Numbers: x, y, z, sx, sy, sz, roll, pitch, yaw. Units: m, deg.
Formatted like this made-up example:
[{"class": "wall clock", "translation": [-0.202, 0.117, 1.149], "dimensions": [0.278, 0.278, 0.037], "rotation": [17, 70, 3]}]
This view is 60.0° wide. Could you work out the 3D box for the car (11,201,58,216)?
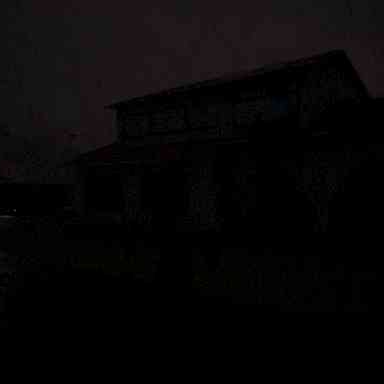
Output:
[{"class": "car", "translation": [-15.554, 1.564, 33.025], "dimensions": [1.994, 1.385, 4.181], "rotation": [0, 0, 35]}]
